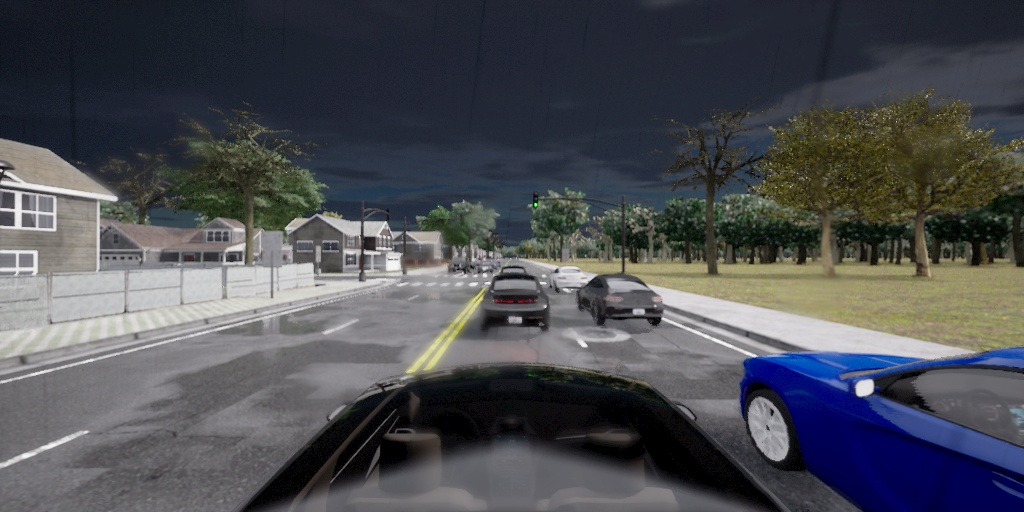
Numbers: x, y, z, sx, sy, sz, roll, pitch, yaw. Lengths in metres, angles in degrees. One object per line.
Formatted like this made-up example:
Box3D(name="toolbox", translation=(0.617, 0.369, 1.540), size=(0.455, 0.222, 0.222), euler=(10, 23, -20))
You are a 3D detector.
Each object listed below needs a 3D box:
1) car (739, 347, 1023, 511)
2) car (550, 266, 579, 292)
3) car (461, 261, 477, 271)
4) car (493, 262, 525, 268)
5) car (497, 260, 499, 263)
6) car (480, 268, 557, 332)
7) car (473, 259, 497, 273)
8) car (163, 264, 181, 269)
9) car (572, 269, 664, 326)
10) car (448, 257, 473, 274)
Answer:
Box3D(name="car", translation=(3.350, 1.228, 1.809), size=(1.882, 1.535, 5.008), euler=(0, 0, 0))
Box3D(name="car", translation=(3.341, 1.344, 21.635), size=(1.812, 1.442, 4.674), euler=(0, 0, 0))
Box3D(name="car", translation=(-6.524, 1.518, 55.075), size=(1.895, 1.301, 4.718), euler=(0, 0, 0))
Box3D(name="car", translation=(0.087, 1.323, 21.005), size=(1.837, 1.490, 4.892), euler=(0, 0, 0))
Box3D(name="car", translation=(-3.271, 1.270, 55.280), size=(2.097, 1.767, 4.553), euler=(0, 0, 0))
Box3D(name="car", translation=(0.097, 1.288, 11.023), size=(1.837, 1.490, 4.892), euler=(0, 0, 0))
Box3D(name="car", translation=(-3.303, 1.384, 45.318), size=(2.128, 1.511, 4.902), euler=(0, 0, -1))
Box3D(name="car", translation=(-28.855, 1.423, 30.700), size=(4.674, 1.442, 1.812), euler=(0, 0, 0))
Box3D(name="car", translation=(3.347, 1.310, 11.740), size=(1.812, 1.442, 4.674), euler=(0, 0, 0))
Box3D(name="car", translation=(-6.546, 1.113, 44.989), size=(2.150, 2.045, 5.566), euler=(0, 0, 0))
